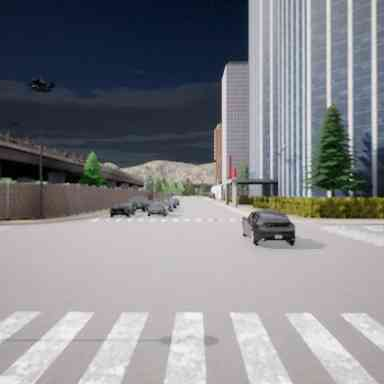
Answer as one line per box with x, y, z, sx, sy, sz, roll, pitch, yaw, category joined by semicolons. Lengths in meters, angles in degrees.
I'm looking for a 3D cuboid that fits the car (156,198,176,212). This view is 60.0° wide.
-3.513;1.867;44.237;1.837;1.490;4.892;0;0;0;car

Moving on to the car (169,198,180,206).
-3.408;2.046;66.064;1.837;1.490;4.892;0;-1;1;car

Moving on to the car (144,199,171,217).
-3.530;1.792;35.008;1.837;1.490;4.892;0;0;0;car

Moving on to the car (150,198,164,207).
-6.905;2.029;65.727;2.128;1.511;4.902;0;-1;1;car

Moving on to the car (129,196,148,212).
-7.019;1.582;44.077;2.150;2.045;5.566;0;0;1;car

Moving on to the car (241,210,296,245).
3.629;1.645;16.330;1.837;1.490;4.892;0;0;0;car

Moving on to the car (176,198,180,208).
-3.474;1.919;53.963;1.882;1.535;5.008;0;0;0;car

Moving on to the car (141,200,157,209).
-6.967;2.006;54.099;1.994;1.385;4.181;0;0;1;car

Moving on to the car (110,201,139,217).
-7.065;1.882;34.320;1.895;1.301;4.718;0;0;1;car
